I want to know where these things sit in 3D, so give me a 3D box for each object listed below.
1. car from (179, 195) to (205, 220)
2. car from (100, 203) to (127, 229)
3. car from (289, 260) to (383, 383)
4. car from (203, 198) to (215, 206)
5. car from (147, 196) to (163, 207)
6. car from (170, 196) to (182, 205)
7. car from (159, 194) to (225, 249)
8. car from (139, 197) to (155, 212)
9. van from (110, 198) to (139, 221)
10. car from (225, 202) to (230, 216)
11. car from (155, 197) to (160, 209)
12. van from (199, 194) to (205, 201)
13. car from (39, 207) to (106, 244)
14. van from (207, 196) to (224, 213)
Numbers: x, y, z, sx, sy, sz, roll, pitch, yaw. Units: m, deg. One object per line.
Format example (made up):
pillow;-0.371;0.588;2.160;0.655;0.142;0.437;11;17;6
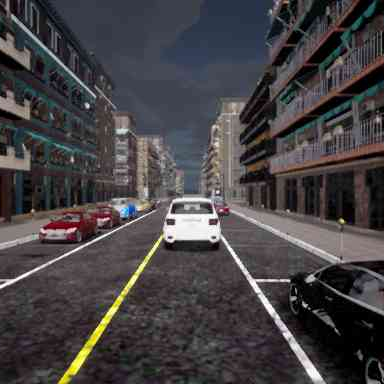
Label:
car;0.000;1.275;29.682;2.150;2.045;5.566;0;0;0
car;-5.695;1.588;21.502;1.802;1.307;4.206;0;0;0
car;2.686;1.562;4.490;1.947;1.339;4.313;0;0;0
car;2.792;1.649;55.442;1.802;1.307;4.206;0;0;0
car;-5.739;1.497;51.660;1.967;1.590;4.097;0;0;0
car;-2.999;1.610;62.653;2.128;1.511;4.902;0;0;0
car;0.000;1.259;14.680;2.150;2.045;5.566;0;0;0
car;-5.695;1.554;38.317;1.752;1.417;4.829;0;0;0
van;-5.696;1.354;27.165;1.690;1.788;3.998;0;0;0
car;2.685;1.565;32.800;1.887;1.381;4.507;0;0;0
car;-5.695;1.605;44.149;1.947;1.339;4.313;0;0;0
van;2.811;1.547;93.344;1.690;1.788;3.998;-1;0;0
car;-5.694;1.583;15.841;1.802;1.307;4.206;0;0;0
van;2.683;1.370;38.461;1.690;1.788;3.998;0;0;0
